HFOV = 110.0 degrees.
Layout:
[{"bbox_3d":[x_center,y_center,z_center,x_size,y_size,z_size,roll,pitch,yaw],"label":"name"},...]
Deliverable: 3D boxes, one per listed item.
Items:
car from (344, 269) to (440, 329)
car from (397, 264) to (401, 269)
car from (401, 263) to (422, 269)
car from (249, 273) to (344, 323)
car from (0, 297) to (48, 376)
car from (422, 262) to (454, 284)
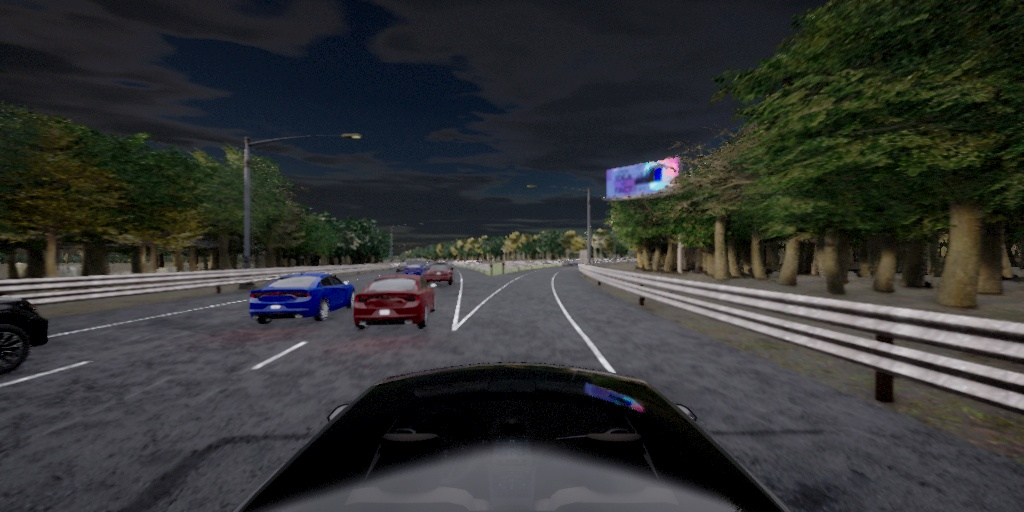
[{"bbox_3d":[-3.593,1.337,11.713,1.882,1.535,5.008,0,-1,-7],"label":"car"},{"bbox_3d":[-17.094,1.941,56.749,1.812,1.442,4.674,0,-1,-10],"label":"car"},{"bbox_3d":[-10.836,1.646,40.126,1.882,1.535,5.008,0,-1,-9],"label":"car"},{"bbox_3d":[-7.163,1.345,12.833,1.882,1.535,5.008,0,0,-7],"label":"car"},{"bbox_3d":[-9.608,1.029,4.285,2.150,2.045,5.566,0,0,-7],"label":"car"},{"bbox_3d":[-5.929,1.378,29.715,2.097,1.767,4.553,0,-1,-8],"label":"car"}]
